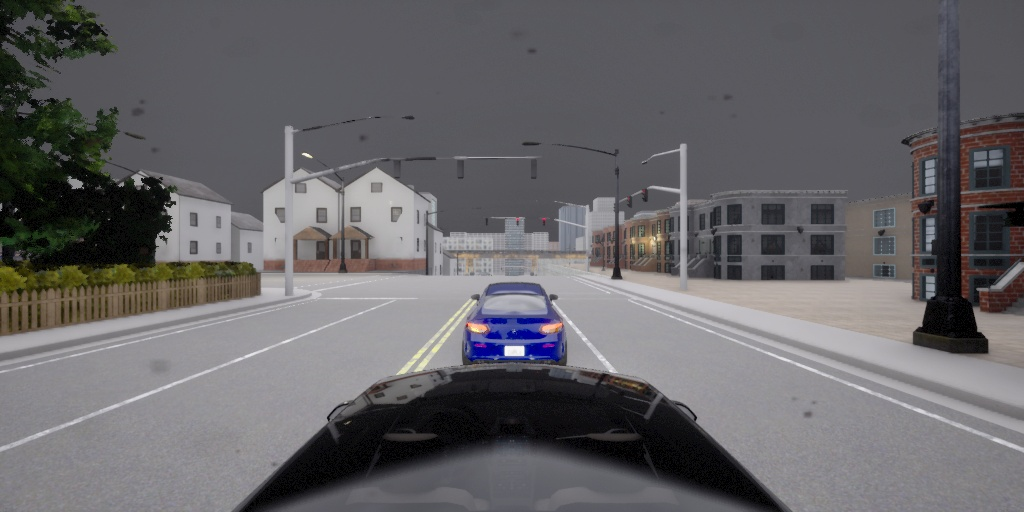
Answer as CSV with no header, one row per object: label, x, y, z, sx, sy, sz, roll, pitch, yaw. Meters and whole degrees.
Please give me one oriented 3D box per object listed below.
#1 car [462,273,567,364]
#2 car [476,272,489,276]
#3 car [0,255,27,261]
car,0.056,1.275,7.735,1.812,1.442,4.674,0,0,0
car,-3.623,2.926,47.193,2.097,1.767,4.553,-1,-13,0
car,-44.725,0.970,30.630,5.566,2.045,2.150,0,0,0
